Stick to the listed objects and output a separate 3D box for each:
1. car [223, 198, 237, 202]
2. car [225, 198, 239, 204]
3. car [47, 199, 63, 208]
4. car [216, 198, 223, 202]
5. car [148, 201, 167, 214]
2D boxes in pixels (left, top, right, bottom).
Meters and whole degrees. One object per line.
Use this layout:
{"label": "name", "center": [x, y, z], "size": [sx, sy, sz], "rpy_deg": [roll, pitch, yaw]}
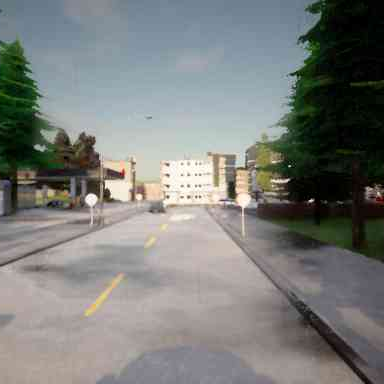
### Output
{"label": "car", "center": [11.029, 2.358, 90.849], "size": [1.853, 1.218, 4.536], "rpy_deg": [0, -1, 30]}
{"label": "car", "center": [11.054, 2.516, 90.893], "size": [2.038, 1.542, 4.974], "rpy_deg": [0, -1, 30]}
{"label": "car", "center": [-23.967, 1.952, 58.258], "size": [1.845, 1.501, 3.633], "rpy_deg": [0, -1, 0]}
{"label": "car", "center": [8.257, 2.275, 91.237], "size": [3.633, 1.501, 1.845], "rpy_deg": [0, -1, 11]}
{"label": "car", "center": [-4.134, 1.879, 40.479], "size": [1.837, 1.490, 4.892], "rpy_deg": [0, 0, 0]}
